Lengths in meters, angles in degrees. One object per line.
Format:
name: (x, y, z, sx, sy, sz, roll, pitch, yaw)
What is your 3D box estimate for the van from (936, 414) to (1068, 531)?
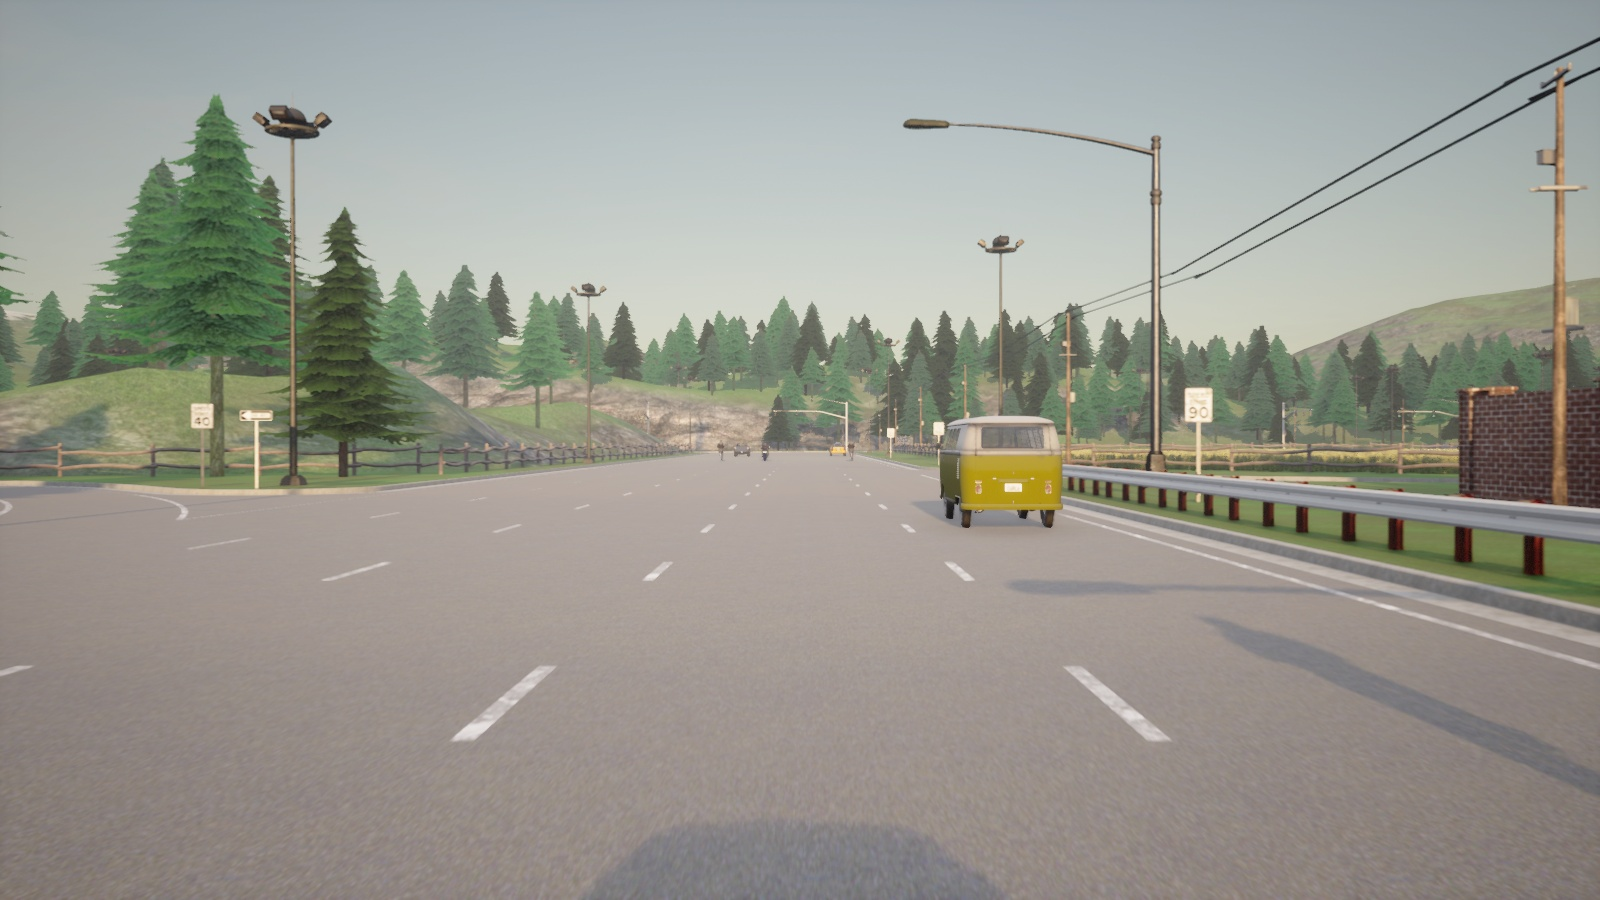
van: (3.648, 0.370, 23.460, 1.775, 1.987, 4.442, 0, 0, 0)

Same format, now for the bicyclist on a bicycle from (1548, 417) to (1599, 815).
bicyclist on a bicycle: (3.541, 0.676, 4.631, 0.582, 1.620, 1.656, 0, 0, 0)
